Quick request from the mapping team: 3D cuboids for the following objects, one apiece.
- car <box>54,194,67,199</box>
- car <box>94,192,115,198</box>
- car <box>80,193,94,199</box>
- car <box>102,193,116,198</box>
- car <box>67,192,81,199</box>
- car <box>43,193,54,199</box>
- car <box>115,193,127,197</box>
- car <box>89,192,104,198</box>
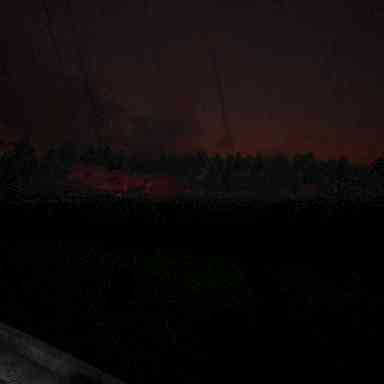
[{"bbox_3d":[-31.336,1.089,81.895,1.994,1.385,4.181,0,0,10],"label":"car"},{"bbox_3d":[-20.988,0.948,80.105,2.097,1.767,4.553,0,0,10],"label":"car"},{"bbox_3d":[-24.446,1.175,80.661,1.895,1.301,4.718,0,0,10],"label":"car"},{"bbox_3d":[-22.643,0.897,90.469,1.837,1.490,4.892,0,0,10],"label":"car"},{"bbox_3d":[-27.872,0.904,81.369,2.097,1.767,4.553,0,0,10],"label":"car"},{"bbox_3d":[-34.853,1.040,82.117,2.128,1.511,4.902,0,0,10],"label":"car"},{"bbox_3d":[-19.200,0.897,89.836,1.882,1.535,5.008,0,0,10],"label":"car"},{"bbox_3d":[-26.085,0.875,91.101,1.837,1.490,4.892,0,0,10],"label":"car"}]
